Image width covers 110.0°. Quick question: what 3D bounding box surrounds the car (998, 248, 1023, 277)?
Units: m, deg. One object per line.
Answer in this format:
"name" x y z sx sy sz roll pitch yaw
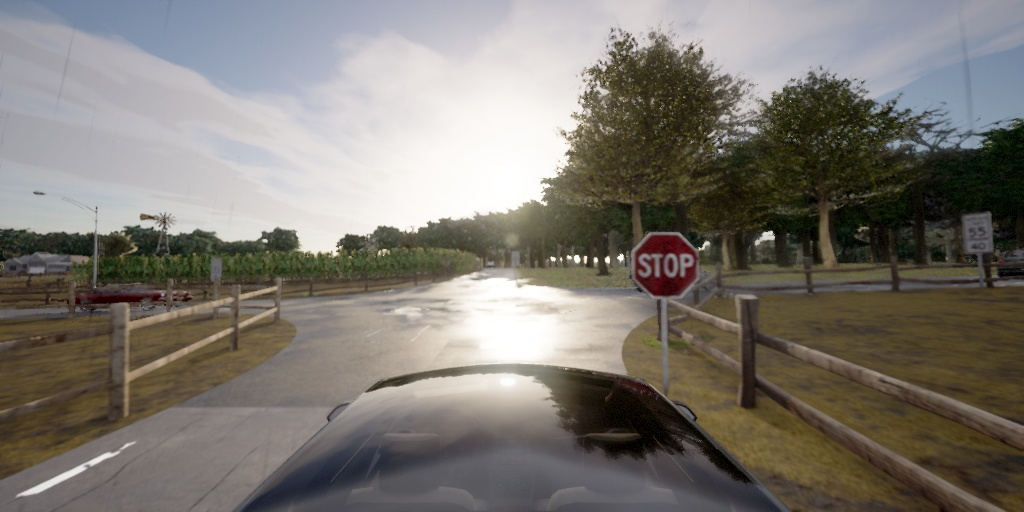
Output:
"car" 27.777 0.268 18.046 4.553 1.767 2.097 -2 -3 0

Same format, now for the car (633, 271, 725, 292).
"car" 8.308 1.137 18.094 4.181 1.385 1.994 -2 -3 0

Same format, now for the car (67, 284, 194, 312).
"car" -19.141 2.070 18.184 4.718 1.301 1.895 -2 -3 0
